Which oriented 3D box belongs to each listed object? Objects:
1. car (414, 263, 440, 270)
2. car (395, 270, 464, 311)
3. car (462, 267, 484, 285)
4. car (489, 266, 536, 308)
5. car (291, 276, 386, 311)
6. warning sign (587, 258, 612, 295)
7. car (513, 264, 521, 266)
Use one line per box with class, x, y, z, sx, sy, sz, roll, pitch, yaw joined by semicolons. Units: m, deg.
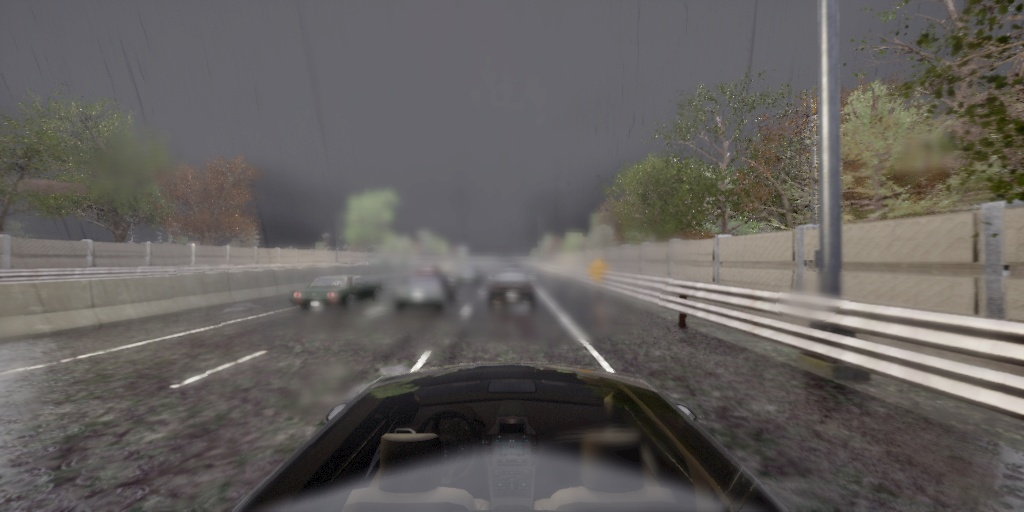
car;-6.979;1.587;30.750;1.812;1.442;4.674;0;0;0
car;-3.484;1.456;15.361;1.994;1.385;4.181;0;-1;1
car;-3.483;1.620;30.218;1.994;1.385;4.181;0;-1;0
car;0.023;1.377;16.101;1.882;1.535;5.008;0;0;0
car;-6.985;1.490;15.100;1.895;1.301;4.718;0;-1;0
warning sign;4.550;1.042;18.635;1.300;1.860;1.060;0;0;0
car;0.007;1.594;29.386;2.033;1.411;5.357;0;-1;0
